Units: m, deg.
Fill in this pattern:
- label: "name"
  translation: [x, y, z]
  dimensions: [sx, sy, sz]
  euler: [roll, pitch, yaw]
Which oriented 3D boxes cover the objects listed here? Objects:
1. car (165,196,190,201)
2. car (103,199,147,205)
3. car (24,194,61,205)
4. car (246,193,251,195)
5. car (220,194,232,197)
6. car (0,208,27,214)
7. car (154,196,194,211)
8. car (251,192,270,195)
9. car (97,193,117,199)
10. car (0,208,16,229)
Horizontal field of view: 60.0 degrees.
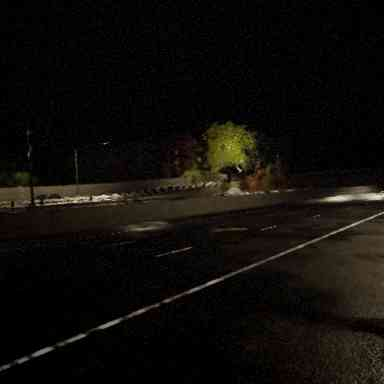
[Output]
- label: "car"
  translation: [-1.010, 1.430, 36.121]
  dimensions: [1.895, 1.301, 4.718]
  euler: [-3, 0, 40]
- label: "car"
  translation: [-7.422, 1.674, 39.363]
  dimensions: [2.033, 1.411, 5.357]
  euler: [-3, 0, 40]
- label: "car"
  translation: [-21.062, 1.335, 47.168]
  dimensions: [2.150, 2.045, 5.566]
  euler: [-3, 1, 17]
- label: "car"
  translation: [9.521, 0.886, 54.139]
  dimensions: [1.895, 1.301, 4.718]
  euler: [-3, 0, 40]
- label: "car"
  translation: [5.400, 1.080, 54.644]
  dimensions: [1.895, 1.301, 4.718]
  euler: [-3, 0, 40]
- label: "car"
  translation: [-13.420, 2.014, 21.257]
  dimensions: [2.033, 1.411, 5.357]
  euler: [-3, 0, 40]
- label: "car"
  translation: [-2.073, 1.346, 40.298]
  dimensions: [1.882, 1.535, 5.008]
  euler: [-3, 0, 40]
- label: "car"
  translation: [11.317, 0.771, 50.848]
  dimensions: [1.994, 1.385, 4.181]
  euler: [-3, 0, 40]
- label: "car"
  translation: [-16.072, 0.906, 62.862]
  dimensions: [1.882, 1.535, 5.008]
  euler: [-3, 3, 19]
- label: "car"
  translation: [-15.732, 2.061, 23.947]
  dimensions: [2.128, 1.511, 4.902]
  euler: [-3, 0, 40]
